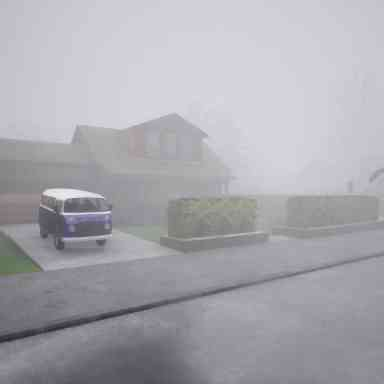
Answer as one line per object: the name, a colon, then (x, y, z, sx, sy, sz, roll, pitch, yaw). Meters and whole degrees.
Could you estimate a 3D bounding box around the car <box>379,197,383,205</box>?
car: (24.678, 0.985, 41.429, 3.866, 1.878, 1.905, 0, 0, 0)
